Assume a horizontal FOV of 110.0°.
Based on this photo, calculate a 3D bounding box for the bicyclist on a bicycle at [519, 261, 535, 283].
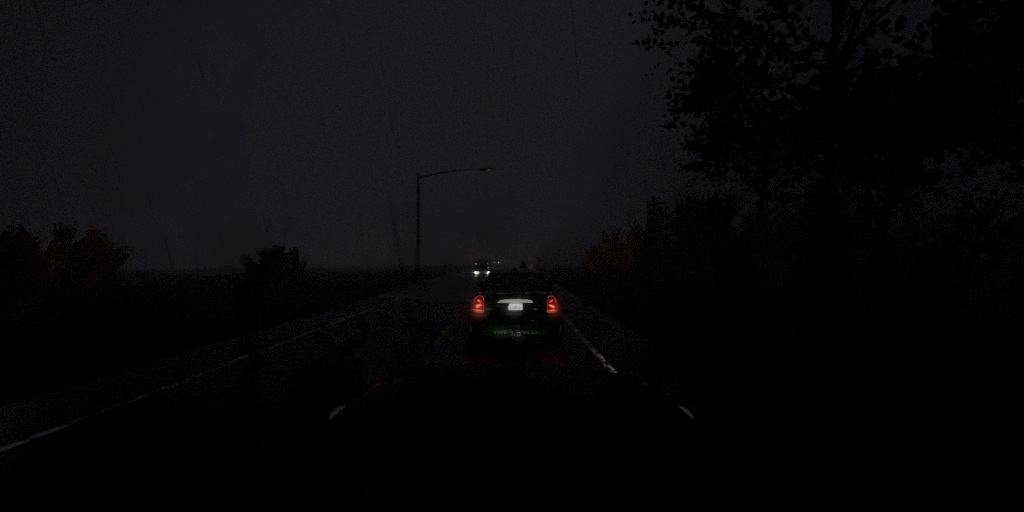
[{"bbox_3d":[0.899,1.180,17.079,0.866,1.612,1.509,0,0,0],"label":"bicyclist on a bicycle"}]

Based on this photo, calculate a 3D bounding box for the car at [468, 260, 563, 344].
[{"bbox_3d":[0.070,1.099,9.735,2.097,1.767,4.553,0,0,0],"label":"car"}]

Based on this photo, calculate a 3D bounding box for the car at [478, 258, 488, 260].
[{"bbox_3d":[-3.943,1.088,48.698,2.097,1.767,4.553,0,0,-1],"label":"car"}]

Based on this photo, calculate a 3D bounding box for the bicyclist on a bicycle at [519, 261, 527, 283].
[{"bbox_3d":[0.833,1.193,27.196,0.582,1.620,1.656,0,0,0],"label":"bicyclist on a bicycle"}]
